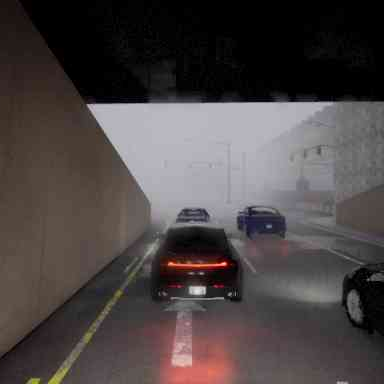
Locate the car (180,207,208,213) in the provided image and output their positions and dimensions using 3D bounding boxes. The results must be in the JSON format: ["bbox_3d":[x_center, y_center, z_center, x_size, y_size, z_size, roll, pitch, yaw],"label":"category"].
[{"bbox_3d":[0.100,1.542,18.085,2.033,1.411,5.357,0,0,3],"label":"car"}]

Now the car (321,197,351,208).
[{"bbox_3d":[17.648,1.283,40.670,4.536,1.218,1.853,0,0,-45],"label":"car"}]

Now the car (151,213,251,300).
[{"bbox_3d":[0.105,1.502,8.339,1.837,1.490,4.892,0,0,0],"label":"car"}]

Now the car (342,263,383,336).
[{"bbox_3d":[3.575,1.505,4.003,1.837,1.490,4.892,0,0,1],"label":"car"}]

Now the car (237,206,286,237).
[{"bbox_3d":[3.631,1.472,18.097,1.882,1.535,5.008,0,0,0],"label":"car"}]

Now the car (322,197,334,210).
[{"bbox_3d":[17.612,1.440,40.633,4.974,1.542,2.038,0,0,-45],"label":"car"}]
